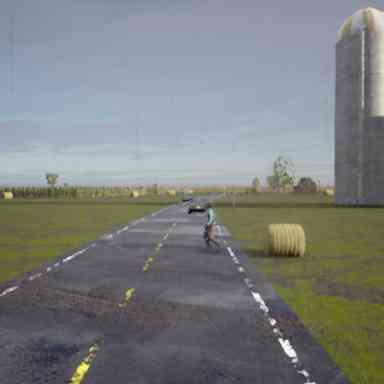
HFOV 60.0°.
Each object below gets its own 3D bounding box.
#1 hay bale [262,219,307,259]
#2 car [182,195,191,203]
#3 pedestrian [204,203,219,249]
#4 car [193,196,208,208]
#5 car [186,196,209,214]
[{"bbox_3d":[3.170,1.612,11.592,1.220,1.180,1.240,0,1,1],"label":"hay bale"},{"bbox_3d":[-0.733,1.292,60.917,2.033,1.411,5.357,0,0,5],"label":"car"},{"bbox_3d":[0.709,1.245,12.782,0.375,1.860,0.375,0,1,-2],"label":"pedestrian"},{"bbox_3d":[1.209,1.320,45.505,1.837,1.490,4.892,0,0,3],"label":"car"},{"bbox_3d":[0.699,1.429,33.965,1.994,1.385,4.181,0,0,2],"label":"car"}]
